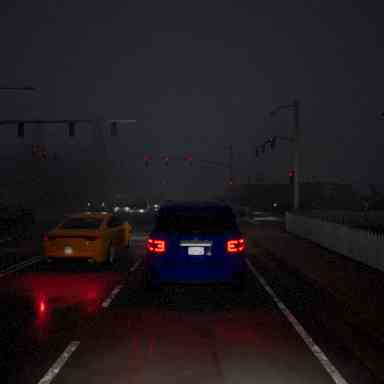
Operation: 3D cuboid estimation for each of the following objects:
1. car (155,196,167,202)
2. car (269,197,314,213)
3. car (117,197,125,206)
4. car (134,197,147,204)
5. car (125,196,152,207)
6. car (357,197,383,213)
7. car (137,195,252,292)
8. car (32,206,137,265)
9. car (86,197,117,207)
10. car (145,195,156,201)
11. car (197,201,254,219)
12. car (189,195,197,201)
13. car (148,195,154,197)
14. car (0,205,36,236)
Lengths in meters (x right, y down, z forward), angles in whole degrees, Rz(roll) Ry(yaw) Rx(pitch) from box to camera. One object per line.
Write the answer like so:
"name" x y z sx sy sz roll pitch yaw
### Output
"car" -6.796 1.540 73.846 2.033 1.411 5.357 0 0 0
"car" 10.746 1.352 36.100 4.553 1.767 2.097 0 0 -1
"car" -10.451 1.477 51.270 1.882 1.535 5.008 0 0 0
"car" -10.329 1.601 67.357 1.895 1.301 4.718 0 0 1
"car" -6.978 1.547 43.777 2.033 1.411 5.357 0 0 0
"car" 20.528 1.352 36.316 4.553 1.767 2.097 0 0 -1
"car" 0.087 1.221 9.050 2.150 2.045 5.566 0 0 0
"car" -3.392 1.478 11.674 1.882 1.535 5.008 0 0 0
"car" -10.495 1.351 38.131 2.097 1.767 4.553 0 0 0
"car" -10.274 1.512 81.999 2.128 1.511 4.902 0 0 0
"car" 2.976 1.526 29.459 4.674 1.442 1.812 0 1 19
"car" 0.245 1.540 89.039 2.033 1.411 5.357 0 0 0
"car" -6.918 1.525 58.735 1.812 1.442 4.674 0 0 0
"car" -10.549 1.491 18.608 2.128 1.511 4.902 0 0 0
